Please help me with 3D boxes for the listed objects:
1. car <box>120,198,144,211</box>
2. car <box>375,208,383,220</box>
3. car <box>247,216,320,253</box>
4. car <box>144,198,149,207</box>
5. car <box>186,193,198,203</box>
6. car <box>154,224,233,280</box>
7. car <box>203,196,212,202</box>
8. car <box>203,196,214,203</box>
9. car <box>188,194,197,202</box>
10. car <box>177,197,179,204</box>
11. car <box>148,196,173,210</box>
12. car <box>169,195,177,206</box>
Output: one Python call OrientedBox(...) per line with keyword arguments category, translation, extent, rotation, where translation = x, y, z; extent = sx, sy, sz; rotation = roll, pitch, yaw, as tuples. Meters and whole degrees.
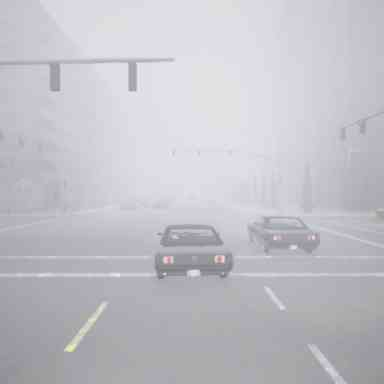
OrientedBox(category="car", translation=(-7.411, 1.508, 40.093), extent=(1.837, 1.490, 4.892), rotation=(0, 0, 0))
OrientedBox(category="car", translation=(17.286, 1.536, 26.447), extent=(5.008, 1.535, 1.882), rotation=(0, 0, 0))
OrientedBox(category="car", translation=(3.544, 1.629, 13.850), extent=(1.895, 1.301, 4.718), rotation=(0, 0, 0))
OrientedBox(category="car", translation=(-7.350, 1.551, 50.660), extent=(2.033, 1.411, 5.357), rotation=(0, 0, 0))
OrientedBox(category="car", translation=(-0.037, 1.230, 69.058), extent=(2.150, 2.045, 5.566), rotation=(0, 0, 1))
OrientedBox(category="car", translation=(-0.095, 1.606, 9.972), extent=(1.895, 1.301, 4.718), rotation=(0, 0, -4))
OrientedBox(category="car", translation=(3.590, 1.559, 79.591), extent=(1.994, 1.385, 4.181), rotation=(0, 0, 1))
OrientedBox(category="car", translation=(3.468, 1.601, 69.616), extent=(1.895, 1.301, 4.718), rotation=(0, 0, 1))
OrientedBox(category="car", translation=(0.088, 1.361, 79.470), extent=(2.097, 1.767, 4.553), rotation=(0, 0, 1))
OrientedBox(category="car", translation=(-3.623, 1.357, 62.305), extent=(2.097, 1.767, 4.553), rotation=(0, 0, 1))
OrientedBox(category="car", translation=(-3.923, 1.551, 42.492), extent=(2.033, 1.411, 5.357), rotation=(0, 0, 0))
OrientedBox(category="car", translation=(-3.813, 1.509, 52.335), extent=(1.837, 1.490, 4.892), rotation=(0, 0, 1))
